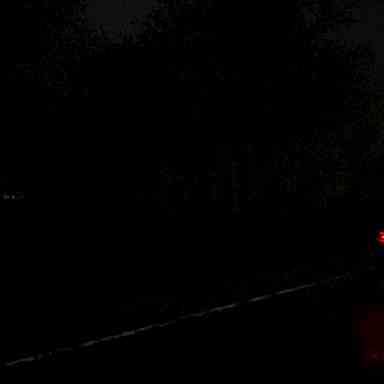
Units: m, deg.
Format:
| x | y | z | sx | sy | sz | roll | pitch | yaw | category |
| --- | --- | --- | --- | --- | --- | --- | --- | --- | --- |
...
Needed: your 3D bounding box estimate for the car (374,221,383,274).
| x | y | z | sx | sy | sz | roll | pitch | yaw | category |
| --- | --- | --- | --- | --- | --- | --- | --- | --- | --- |
| 7.008 | 1.225 | 8.717 | 5.566 | 2.045 | 2.150 | 0 | 0 | -35 | car |
